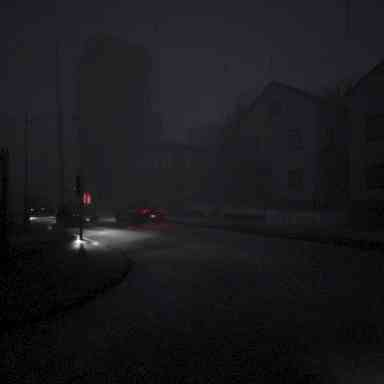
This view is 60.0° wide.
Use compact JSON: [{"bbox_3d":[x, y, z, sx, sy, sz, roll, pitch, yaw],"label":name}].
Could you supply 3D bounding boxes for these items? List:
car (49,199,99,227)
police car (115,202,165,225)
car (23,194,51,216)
[{"bbox_3d":[-8.053,1.492,23.101,2.128,1.511,4.902,0,0,-36],"label":"car"},{"bbox_3d":[-4.057,1.509,24.570,2.038,1.542,4.974,0,0,-36],"label":"police car"},{"bbox_3d":[-15.506,1.222,33.448,2.150,2.045,5.566,0,0,-34],"label":"car"}]
